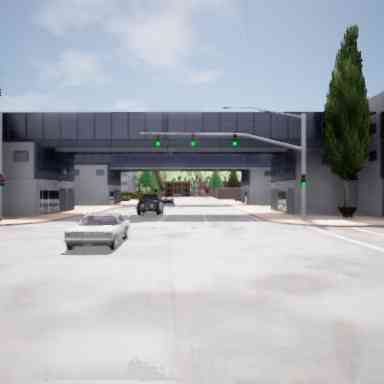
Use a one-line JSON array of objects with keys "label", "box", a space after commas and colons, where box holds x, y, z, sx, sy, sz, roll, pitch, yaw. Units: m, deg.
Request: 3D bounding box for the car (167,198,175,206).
[{"label": "car", "box": [-3.941, 1.580, 55.637, 1.895, 1.301, 4.718, 0, 0, 0]}]

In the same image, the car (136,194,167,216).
[{"label": "car", "box": [-4.113, 1.208, 33.275, 2.150, 2.045, 5.566, 0, 0, 0]}]

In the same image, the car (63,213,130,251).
[{"label": "car", "box": [-3.897, 1.595, 14.282, 1.895, 1.301, 4.718, 0, 0, -3]}]
